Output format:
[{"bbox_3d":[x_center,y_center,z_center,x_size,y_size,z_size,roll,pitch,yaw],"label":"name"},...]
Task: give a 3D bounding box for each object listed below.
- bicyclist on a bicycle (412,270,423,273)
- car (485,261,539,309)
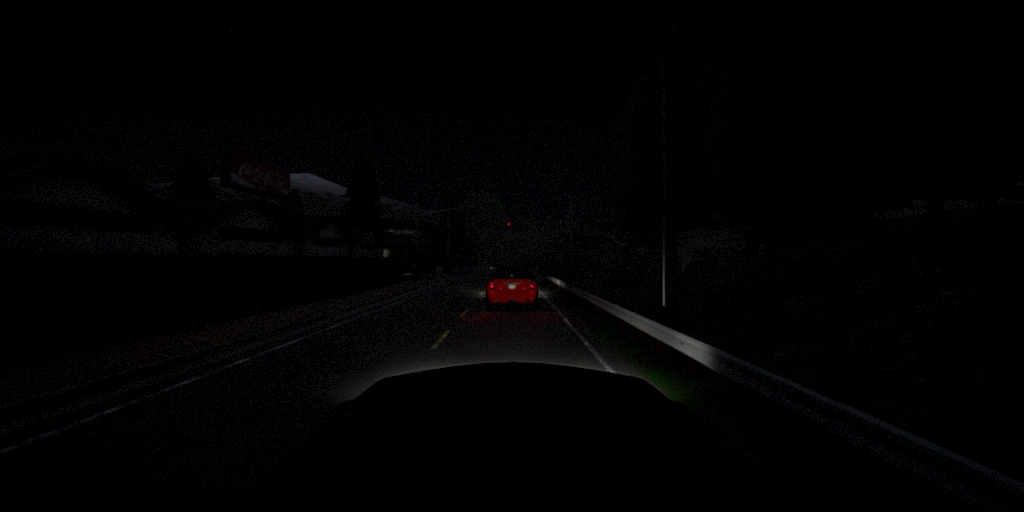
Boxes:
[{"bbox_3d":[-11.763,1.981,44.729,1.656,0.582,1.620,-6,-5,-11],"label":"bicyclist on a bicycle"},{"bbox_3d":[0.003,1.224,15.926,2.097,1.767,4.553,0,-1,0],"label":"car"}]
